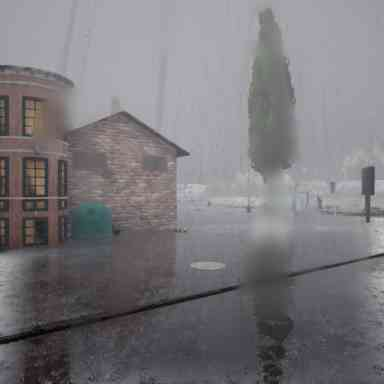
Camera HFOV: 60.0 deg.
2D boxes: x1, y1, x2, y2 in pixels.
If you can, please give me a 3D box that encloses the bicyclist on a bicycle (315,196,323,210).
[{"bbox_3d":[15.318,1.349,40.146,1.656,1.620,0.582,0,0,-36],"label":"bicyclist on a bicycle"}]
